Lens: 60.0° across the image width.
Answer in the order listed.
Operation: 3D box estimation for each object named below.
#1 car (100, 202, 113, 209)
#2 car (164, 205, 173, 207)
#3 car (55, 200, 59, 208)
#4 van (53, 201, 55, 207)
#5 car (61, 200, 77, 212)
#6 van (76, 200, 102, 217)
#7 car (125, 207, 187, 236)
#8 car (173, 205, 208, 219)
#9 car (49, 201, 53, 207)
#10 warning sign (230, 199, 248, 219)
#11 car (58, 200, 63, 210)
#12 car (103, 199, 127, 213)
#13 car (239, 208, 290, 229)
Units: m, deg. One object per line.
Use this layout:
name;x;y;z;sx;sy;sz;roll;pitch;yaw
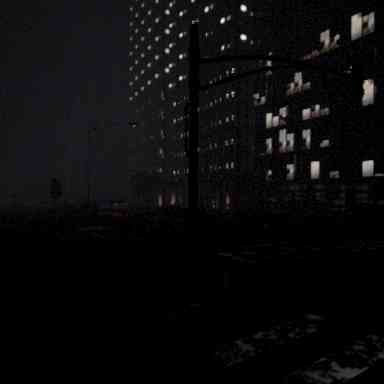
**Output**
car;-17.787;2.799;69.233;1.802;1.307;4.206;-1;-1;-27
car;-2.503;2.174;39.147;1.947;1.339;4.313;-1;-1;-27
car;-25.259;2.711;65.438;1.887;1.381;4.507;-1;-1;-27
van;-27.810;2.612;70.454;1.690;1.788;3.998;-1;-1;-27
car;-20.164;2.510;55.409;2.008;1.369;4.403;-1;-1;-27
van;-12.525;1.997;40.370;1.690;1.788;3.998;-1;-1;-27
car;-2.331;1.816;20.309;2.008;1.369;4.403;-1;-1;-27
car;0.045;2.076;34.133;1.947;1.339;4.313;-1;-1;-27
car;-32.901;3.025;80.480;1.887;1.381;4.507;-1;-1;-27
warning sign;4.351;1.558;30.969;1.300;1.860;1.060;1;-1;-27
car;-22.635;2.584;60.273;1.752;1.417;4.829;-1;-1;-27
car;-11.651;2.082;51.457;2.150;2.045;5.566;0;-1;-26
car;5.140;1.867;24.104;2.008;1.369;4.403;-1;-1;-27
